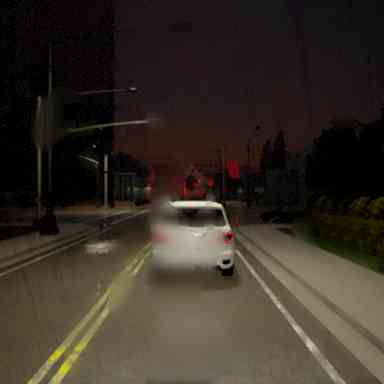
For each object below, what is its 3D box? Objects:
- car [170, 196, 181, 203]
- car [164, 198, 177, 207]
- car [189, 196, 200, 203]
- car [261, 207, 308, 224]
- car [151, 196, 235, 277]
[{"bbox_3d":[-3.515,1.646,72.234,2.033,1.411,5.357,0,0,0],"label":"car"},{"bbox_3d":[-3.571,1.782,56.411,1.812,1.442,4.674,0,0,0],"label":"car"},{"bbox_3d":[0.730,1.844,83.728,1.882,1.535,5.008,0,0,12],"label":"car"},{"bbox_3d":[7.352,1.707,23.919,4.718,1.301,1.895,0,0,11],"label":"car"},{"bbox_3d":[0.047,1.272,10.539,2.150,2.045,5.566,0,0,1],"label":"car"}]
